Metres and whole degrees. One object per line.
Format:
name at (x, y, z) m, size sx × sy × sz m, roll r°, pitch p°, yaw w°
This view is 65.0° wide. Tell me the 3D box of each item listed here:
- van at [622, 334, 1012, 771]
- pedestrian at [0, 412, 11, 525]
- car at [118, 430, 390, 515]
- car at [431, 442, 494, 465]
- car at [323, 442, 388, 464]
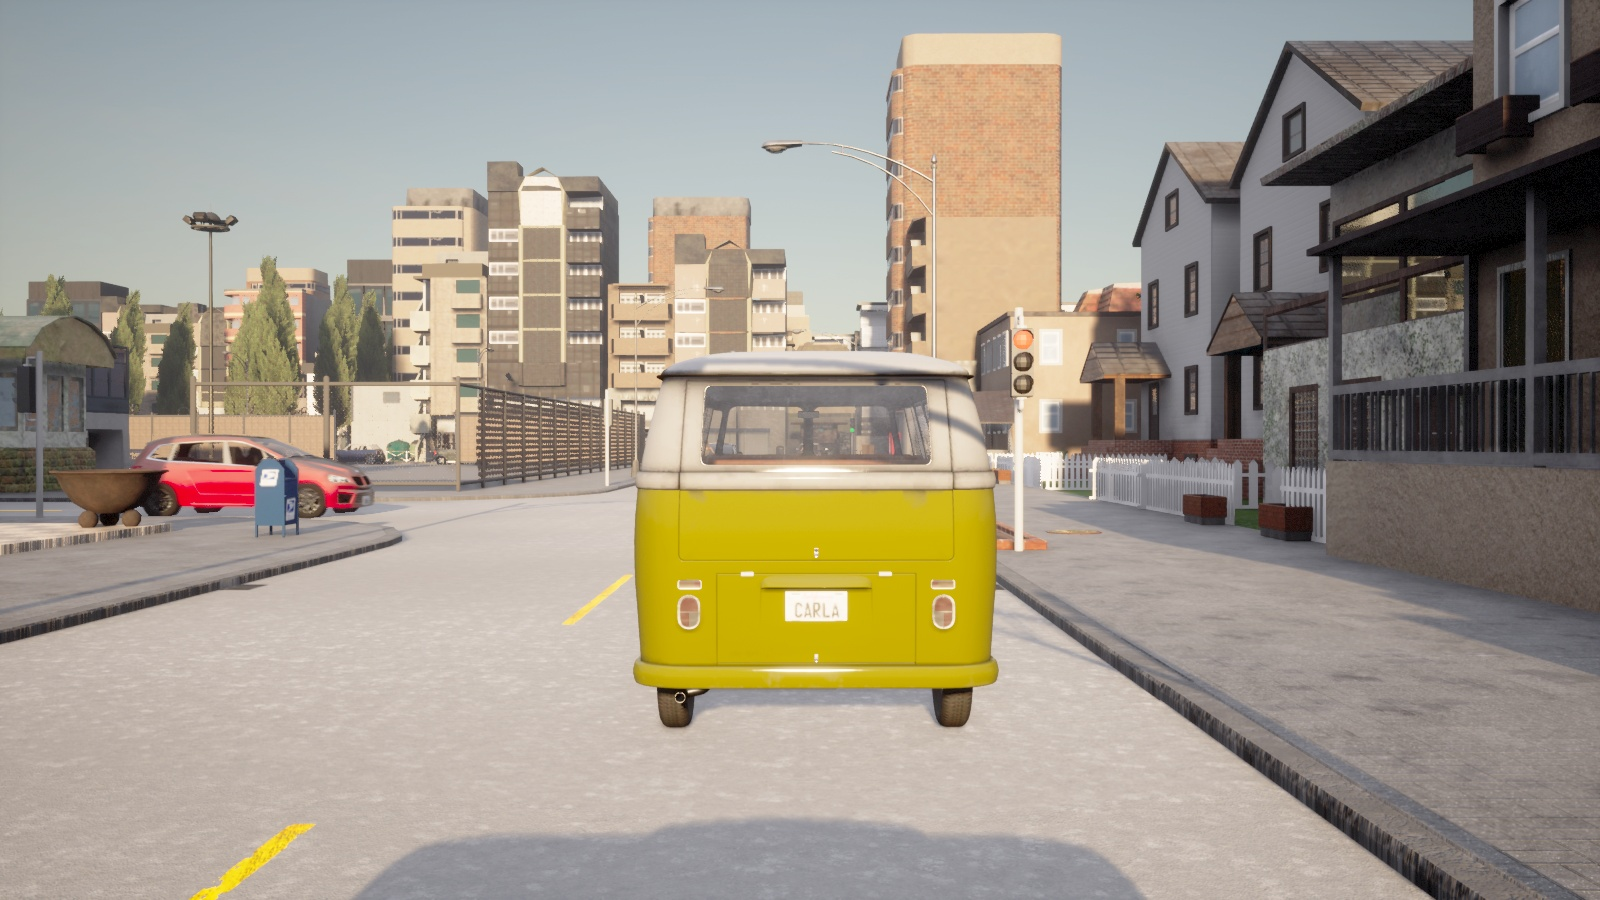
van at (0.070, 0.454, 7.932) m, size 1.775 × 1.987 × 4.442 m, roll 0°, pitch 0°, yaw 0°
pedestrian at (-14.222, 0.317, 21.811) m, size 0.788 × 1.949 × 0.423 m, roll 0°, pitch 0°, yaw -16°
car at (-11.113, 0.436, 25.823) m, size 4.611 × 1.667 × 2.242 m, roll 0°, pitch 0°, yaw 0°
car at (-22.380, 0.236, 83.458) m, size 3.705 × 1.549 × 1.789 m, roll 0°, pitch 0°, yaw 0°
car at (-30.965, 0.193, 87.498) m, size 3.806 × 1.475 × 1.970 m, roll 0°, pitch 0°, yaw 0°
